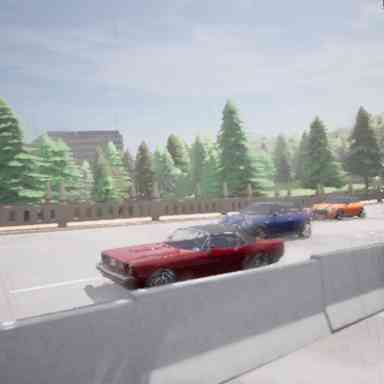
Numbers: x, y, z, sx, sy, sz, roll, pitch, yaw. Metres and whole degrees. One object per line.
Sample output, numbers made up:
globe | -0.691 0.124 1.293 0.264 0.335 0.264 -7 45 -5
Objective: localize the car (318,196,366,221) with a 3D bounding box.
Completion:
car | 10.783 1.109 24.570 4.553 1.767 2.097 -1 0 -35

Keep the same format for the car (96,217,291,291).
car | 0.119 1.550 8.375 4.718 1.301 1.895 -1 0 -35

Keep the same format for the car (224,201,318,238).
car | 3.261 1.233 14.910 4.553 1.767 2.097 -1 0 -35
